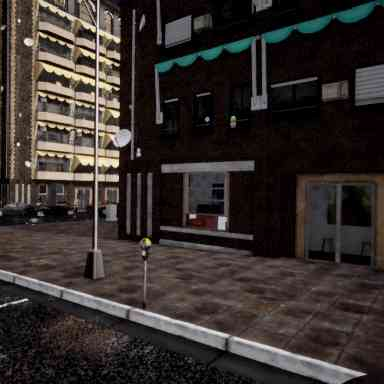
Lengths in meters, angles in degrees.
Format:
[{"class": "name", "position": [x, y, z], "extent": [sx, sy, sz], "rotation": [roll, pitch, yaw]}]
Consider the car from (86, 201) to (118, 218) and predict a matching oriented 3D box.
[{"class": "car", "position": [-7.443, 1.824, 31.616], "extent": [1.947, 1.339, 4.313], "rotation": [1, 0, 36]}]

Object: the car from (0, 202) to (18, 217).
[{"class": "car", "position": [-17.466, 1.624, 32.144], "extent": [2.008, 1.369, 4.403], "rotation": [1, 0, 36]}]

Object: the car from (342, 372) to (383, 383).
[{"class": "car", "position": [2.655, 1.551, 1.120], "extent": [4.403, 1.369, 2.008], "rotation": [0, 1, 36]}]

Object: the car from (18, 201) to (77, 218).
[{"class": "car", "position": [-13.834, 1.615, 32.692], "extent": [1.882, 1.535, 5.008], "rotation": [1, 0, 36]}]
